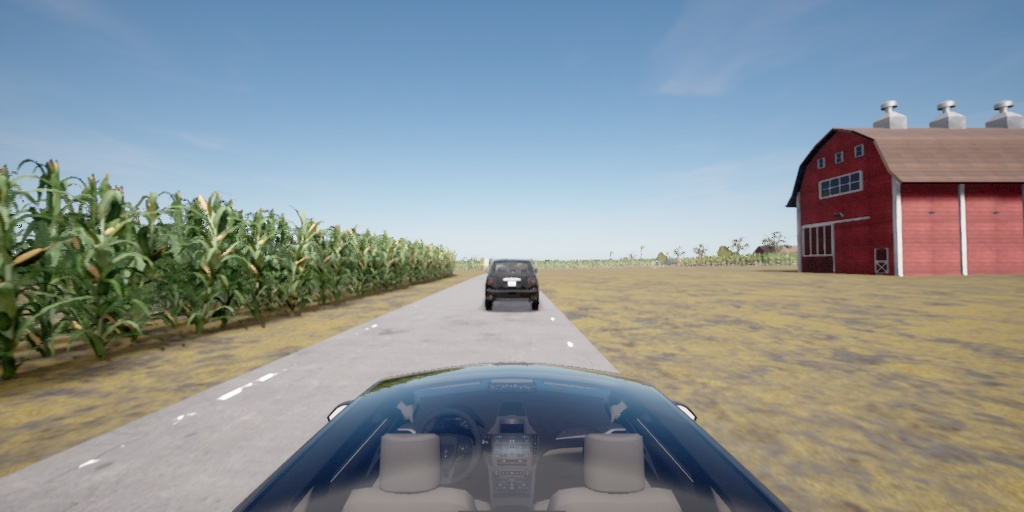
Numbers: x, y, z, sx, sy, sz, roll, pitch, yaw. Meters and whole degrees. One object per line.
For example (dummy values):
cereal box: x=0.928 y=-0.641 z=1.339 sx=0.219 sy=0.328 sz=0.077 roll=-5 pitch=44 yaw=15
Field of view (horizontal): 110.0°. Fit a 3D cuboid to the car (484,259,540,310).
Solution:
car: x=0.003 y=1.141 z=15.875 sx=2.150 sy=2.045 sz=5.566 roll=0 pitch=-1 yaw=0
